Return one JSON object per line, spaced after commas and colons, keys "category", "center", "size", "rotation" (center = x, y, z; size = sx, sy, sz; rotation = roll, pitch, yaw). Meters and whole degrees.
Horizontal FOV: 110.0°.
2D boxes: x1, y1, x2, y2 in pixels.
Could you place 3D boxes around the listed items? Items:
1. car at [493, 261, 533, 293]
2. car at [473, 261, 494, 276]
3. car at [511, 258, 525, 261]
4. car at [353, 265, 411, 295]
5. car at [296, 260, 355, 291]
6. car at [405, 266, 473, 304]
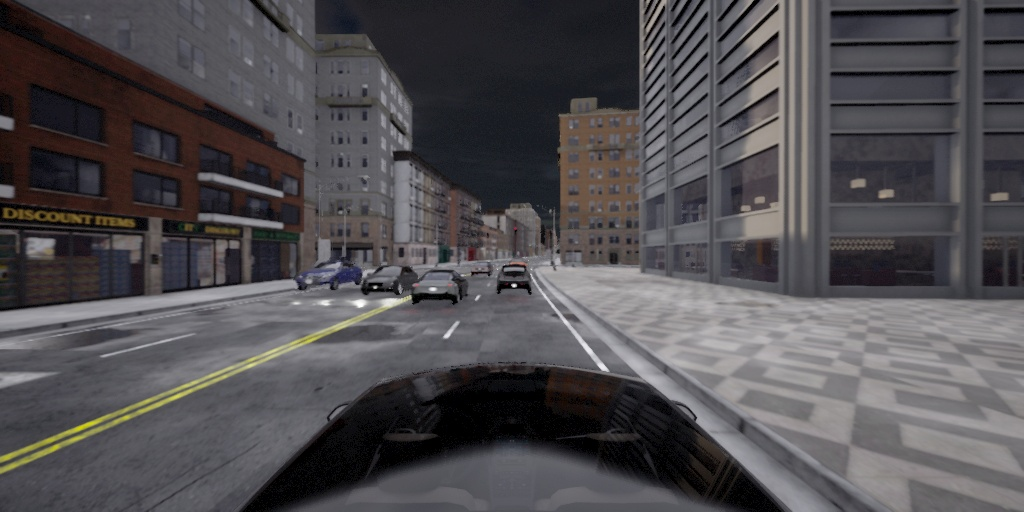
{"category": "car", "center": [0.129, 1.228, 20.427], "size": [1.837, 1.490, 4.892], "rotation": [0, 0, 1]}
{"category": "car", "center": [-2.816, 1.212, 34.982], "size": [2.033, 1.411, 5.357], "rotation": [0, 0, 2]}
{"category": "car", "center": [0.687, 0.993, 40.419], "size": [2.097, 1.767, 4.553], "rotation": [0, 0, 3]}
{"category": "car", "center": [-6.498, 1.250, 19.483], "size": [1.837, 1.490, 4.892], "rotation": [0, 0, 0]}
{"category": "car", "center": [-9.747, 0.968, 19.617], "size": [1.812, 1.442, 4.674], "rotation": [0, 0, 0]}
{"category": "car", "center": [-3.145, 1.298, 16.297], "size": [1.994, 1.385, 4.181], "rotation": [0, 0, 0]}
